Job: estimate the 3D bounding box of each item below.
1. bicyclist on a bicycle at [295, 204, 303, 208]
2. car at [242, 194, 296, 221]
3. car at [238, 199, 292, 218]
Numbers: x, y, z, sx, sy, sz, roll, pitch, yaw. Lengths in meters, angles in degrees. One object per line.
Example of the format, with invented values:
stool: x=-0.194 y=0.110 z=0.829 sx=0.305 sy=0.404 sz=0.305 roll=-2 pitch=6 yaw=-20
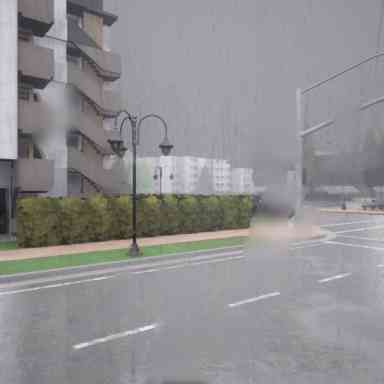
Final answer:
bicyclist on a bicycle: x=13.385 y=1.301 z=41.654 sx=1.656 sy=1.620 sz=0.582 roll=0 pitch=0 yaw=-39
car: x=5.740 y=1.221 z=27.303 sx=2.150 sy=2.045 sz=5.566 roll=0 pitch=0 yaw=-38
car: x=6.845 y=1.478 z=31.621 sx=1.882 sy=1.535 sz=5.008 roll=0 pitch=0 yaw=-37
